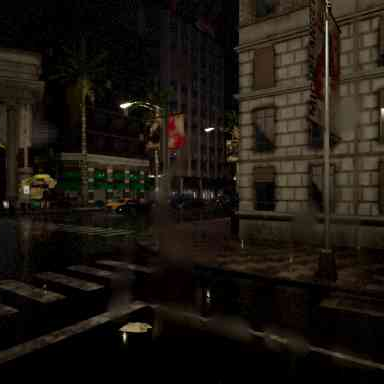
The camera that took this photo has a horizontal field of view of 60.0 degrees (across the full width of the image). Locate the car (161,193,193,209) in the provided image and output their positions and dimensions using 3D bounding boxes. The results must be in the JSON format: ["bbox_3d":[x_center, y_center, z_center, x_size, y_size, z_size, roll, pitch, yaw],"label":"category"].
[{"bbox_3d":[-1.797,1.221,45.952,2.150,2.045,5.566,0,0,37],"label":"car"}]

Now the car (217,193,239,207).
[{"bbox_3d":[6.772,1.221,50.718,5.566,2.045,2.150,0,0,-45],"label":"car"}]

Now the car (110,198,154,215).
[{"bbox_3d":[-5.918,1.564,34.445,1.994,1.385,4.181,0,0,36],"label":"car"}]

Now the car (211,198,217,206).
[{"bbox_3d":[4.886,1.352,53.644,4.553,1.767,2.097,0,0,-43],"label":"car"}]

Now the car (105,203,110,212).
[{"bbox_3d":[-7.599,1.478,38.073,1.882,1.535,5.008,0,0,37],"label":"car"}]

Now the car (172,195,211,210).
[{"bbox_3d":[-0.012,1.526,42.473,1.812,1.442,4.674,0,0,37],"label":"car"}]
